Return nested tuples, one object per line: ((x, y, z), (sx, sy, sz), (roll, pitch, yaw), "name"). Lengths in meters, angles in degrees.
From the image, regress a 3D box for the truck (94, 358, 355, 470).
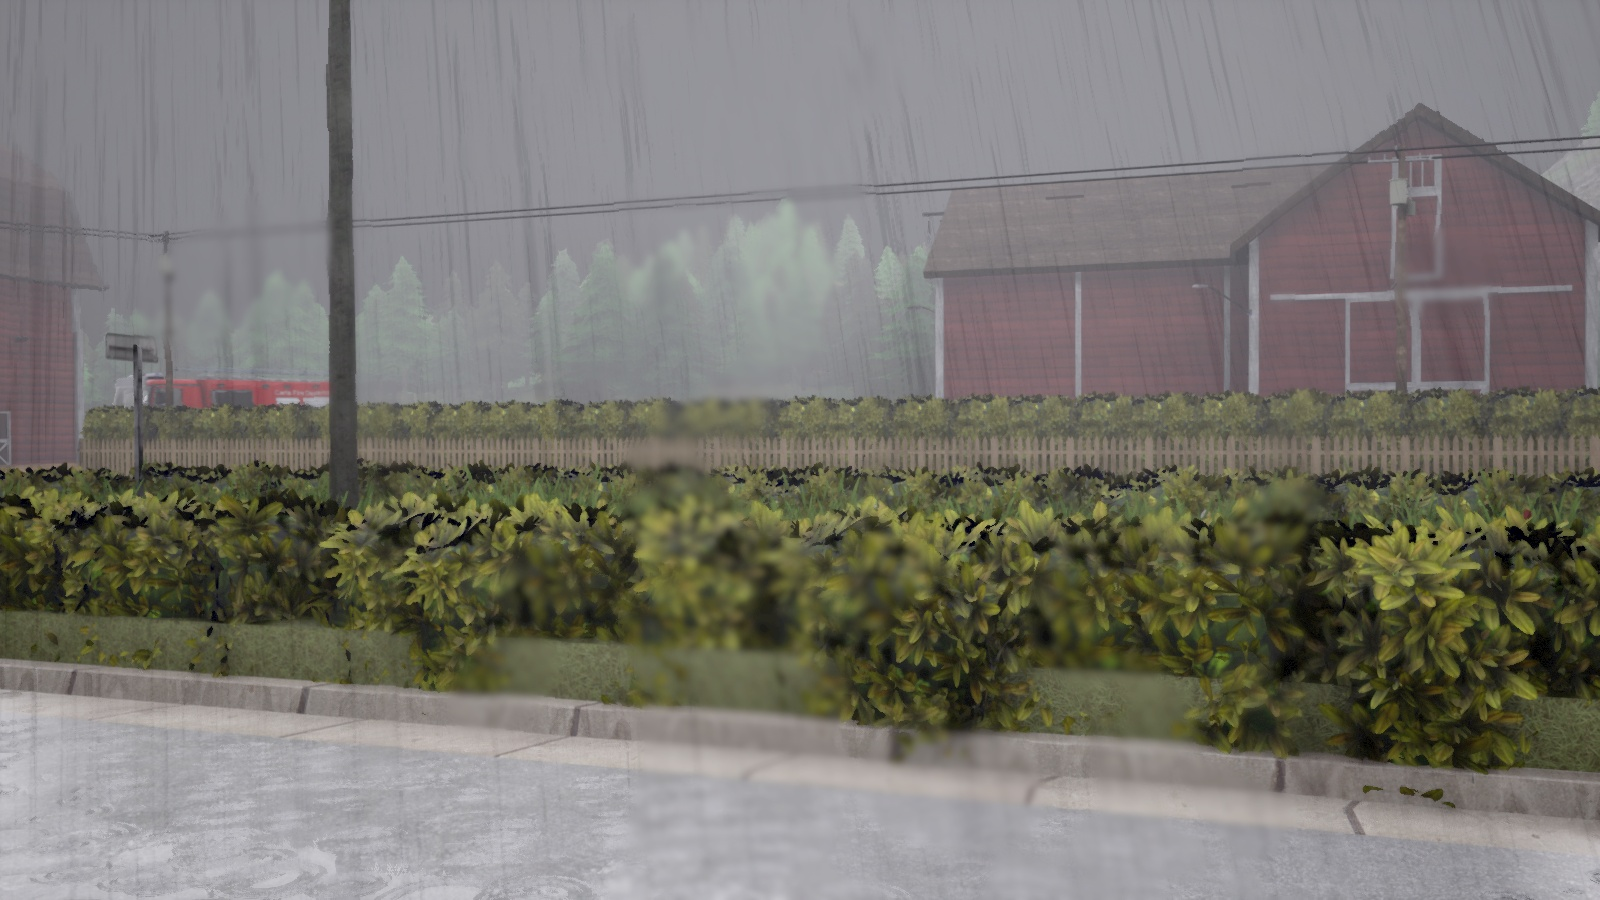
((-21.357, -1.297, 47.152), (2.891, 3.827, 8.468), (1, 1, 39), "truck")
